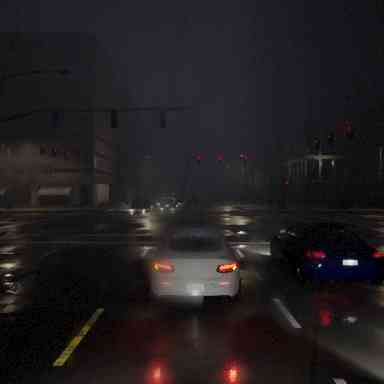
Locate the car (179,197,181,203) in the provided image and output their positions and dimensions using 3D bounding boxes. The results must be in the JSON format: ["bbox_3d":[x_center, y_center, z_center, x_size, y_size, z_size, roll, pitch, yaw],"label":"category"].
[{"bbox_3d":[-3.518,1.478,60.586,1.882,1.535,5.008,0,0,0],"label":"car"}]

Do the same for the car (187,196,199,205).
[{"bbox_3d":[0.148,1.477,58.843,1.882,1.535,5.008,0,0,0],"label":"car"}]

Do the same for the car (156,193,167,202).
[{"bbox_3d":[-6.934,1.225,76.512,2.150,2.045,5.566,0,0,0],"label":"car"}]

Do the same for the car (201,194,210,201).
[{"bbox_3d":[3.576,1.316,86.954,2.097,1.767,4.553,0,0,0],"label":"car"}]

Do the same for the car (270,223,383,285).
[{"bbox_3d":[3.587,1.564,9.531,1.994,1.385,4.181,0,0,0],"label":"car"}]

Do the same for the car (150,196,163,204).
[{"bbox_3d":[-6.977,1.564,65.821,1.994,1.385,4.181,0,0,1],"label":"car"}]

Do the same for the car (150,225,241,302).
[{"bbox_3d":[0.077,1.526,8.165,1.812,1.442,4.674,0,0,0],"label":"car"}]

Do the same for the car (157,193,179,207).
[{"bbox_3d":[-3.543,1.222,50.583,2.150,2.045,5.566,0,0,0],"label":"car"}]

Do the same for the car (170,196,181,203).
[{"bbox_3d":[-3.439,1.553,70.423,1.994,1.385,4.181,0,0,0],"label":"car"}]

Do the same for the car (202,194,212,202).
[{"bbox_3d":[3.568,1.546,78.429,1.994,1.385,4.181,0,0,0],"label":"car"}]

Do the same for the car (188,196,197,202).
[{"bbox_3d":[0.068,1.595,75.792,1.895,1.301,4.718,0,0,0],"label":"car"}]

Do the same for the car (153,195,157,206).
[{"bbox_3d":[-7.038,1.547,55.865,2.033,1.411,5.357,0,0,0],"label":"car"}]

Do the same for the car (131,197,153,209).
[{"bbox_3d":[-7.082,1.478,46.101,1.882,1.535,5.008,0,0,1],"label":"car"}]
